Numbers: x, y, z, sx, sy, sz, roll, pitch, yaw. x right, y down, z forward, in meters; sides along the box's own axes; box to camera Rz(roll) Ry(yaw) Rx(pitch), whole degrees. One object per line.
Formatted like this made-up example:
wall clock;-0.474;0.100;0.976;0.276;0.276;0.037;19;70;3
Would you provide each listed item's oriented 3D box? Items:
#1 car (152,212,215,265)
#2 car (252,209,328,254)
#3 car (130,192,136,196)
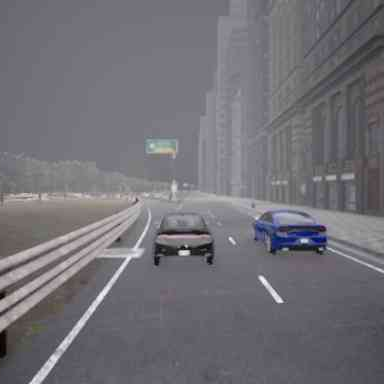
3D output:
car;-0.333;1.440;11.533;2.128;1.511;4.902;0;0;-3
car;3.649;1.417;13.236;1.882;1.535;5.008;0;0;0
car;-15.870;0.755;87.458;2.097;1.767;4.553;0;0;-15
